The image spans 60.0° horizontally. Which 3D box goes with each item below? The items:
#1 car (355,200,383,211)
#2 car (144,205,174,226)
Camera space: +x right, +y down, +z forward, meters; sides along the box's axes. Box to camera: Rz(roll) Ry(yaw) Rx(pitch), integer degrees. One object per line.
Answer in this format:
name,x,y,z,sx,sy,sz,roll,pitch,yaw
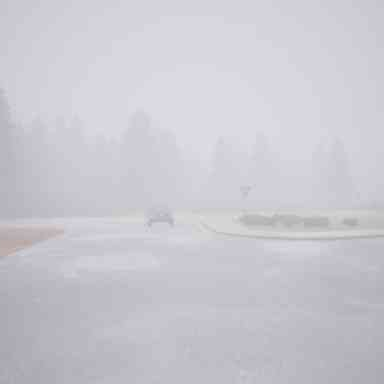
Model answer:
car,24.941,1.827,45.347,5.357,1.411,2.033,0,0,-21
car,-2.524,1.667,24.736,2.033,1.411,5.357,0,-1,-11
